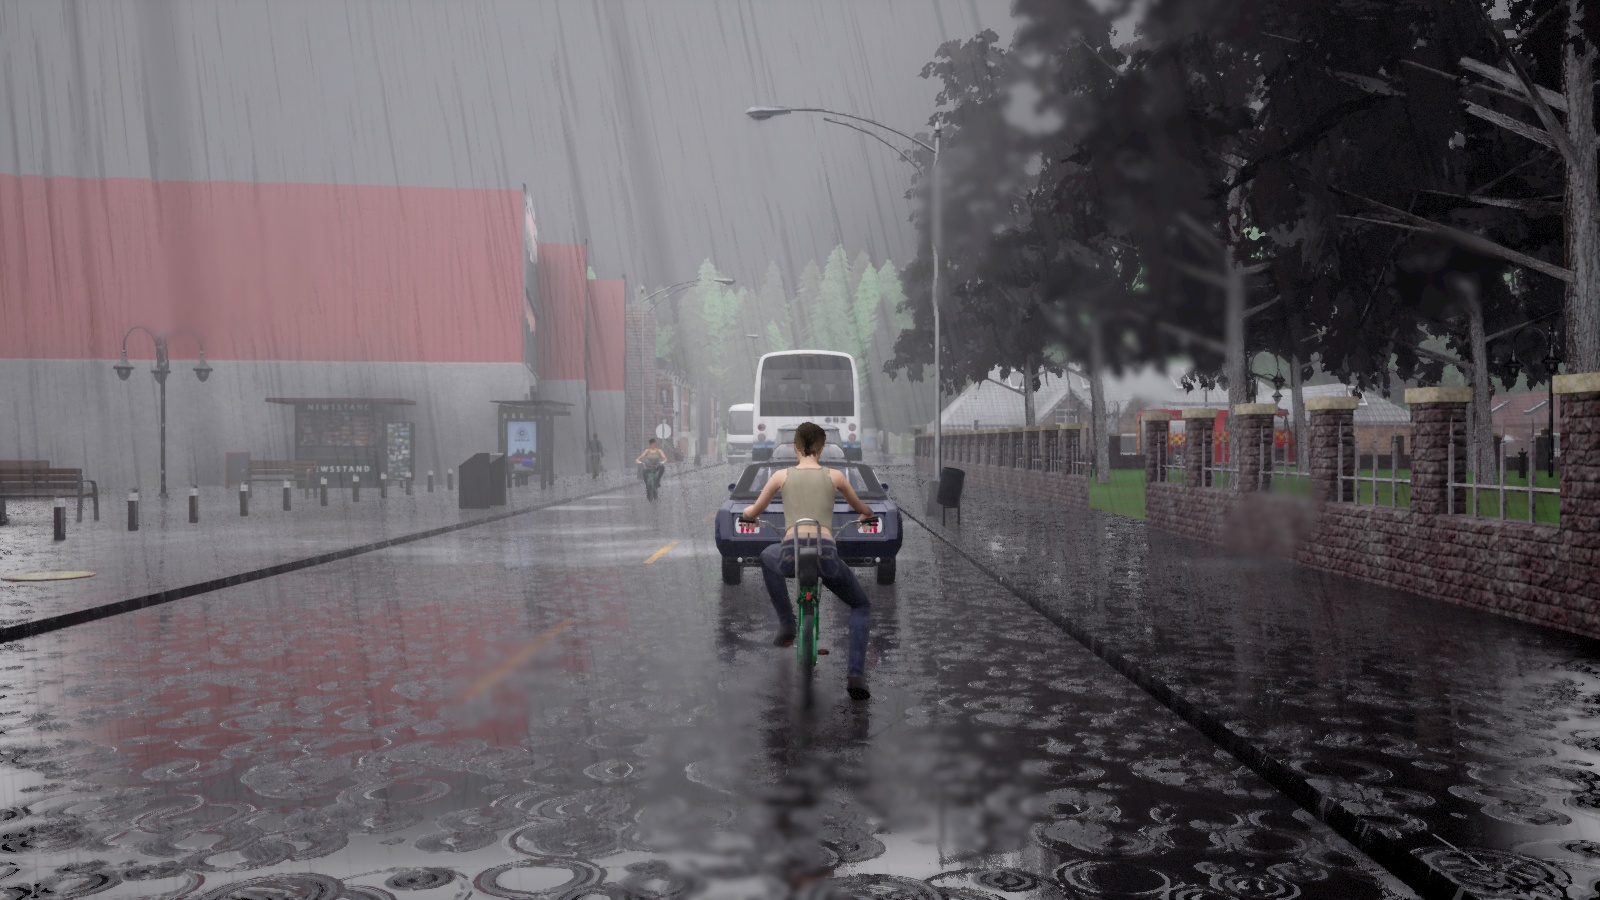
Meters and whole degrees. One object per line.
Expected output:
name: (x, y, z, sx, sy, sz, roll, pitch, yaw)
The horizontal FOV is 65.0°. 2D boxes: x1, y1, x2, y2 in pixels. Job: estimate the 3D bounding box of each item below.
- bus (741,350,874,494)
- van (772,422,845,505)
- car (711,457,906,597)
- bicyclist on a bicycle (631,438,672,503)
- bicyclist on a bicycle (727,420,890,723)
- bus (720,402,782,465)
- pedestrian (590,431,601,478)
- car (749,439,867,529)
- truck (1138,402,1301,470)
bus: (0.289, -0.869, 42.315, 3.944, 4.253, 10.273, 0, 0, 1)
van: (0.217, 0.315, 32.578, 1.775, 1.987, 4.442, 0, 0, 0)
car: (0.096, 0.765, 14.566, 1.895, 1.301, 4.718, 0, 0, 0)
bicyclist on a bicycle: (-3.782, 0.499, 32.065, 0.866, 1.612, 1.509, 0, 0, 1)
bicyclist on a bicycle: (0.050, 0.641, 7.436, 0.866, 1.612, 1.509, 0, 0, 0)
bus: (-3.394, -1.140, 89.874, 3.944, 4.253, 10.273, 0, 0, 0)
pedestrian: (-8.049, 0.170, 49.497, 0.370, 1.835, 0.726, 0, 0, -6)
car: (0.156, 0.560, 23.591, 2.007, 1.525, 4.514, 0, 0, 0)
truck: (24.151, -0.808, 72.529, 8.468, 3.827, 2.891, 0, 0, -1)
